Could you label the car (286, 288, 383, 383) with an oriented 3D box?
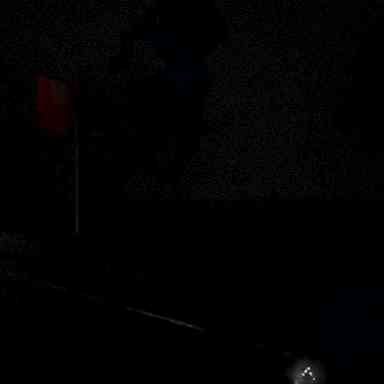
[{"bbox_3d":[3.222,1.222,1.386,5.566,2.045,2.150,0,0,36],"label":"car"}]
